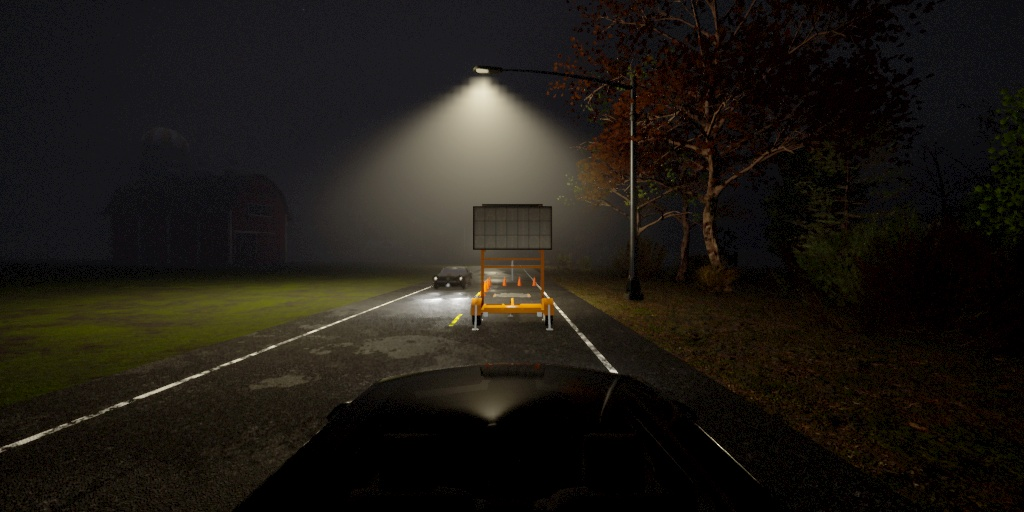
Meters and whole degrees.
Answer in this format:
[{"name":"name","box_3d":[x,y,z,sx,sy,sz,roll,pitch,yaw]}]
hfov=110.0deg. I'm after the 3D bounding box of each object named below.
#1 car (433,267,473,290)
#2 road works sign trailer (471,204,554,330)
[{"name":"car","box_3d":[-3.602,1.344,22.428,1.895,1.301,4.718,0,0,0]},{"name":"road works sign trailer","box_3d":[0.012,0.212,11.053,2.380,3.560,2.880,0,0,0]}]
